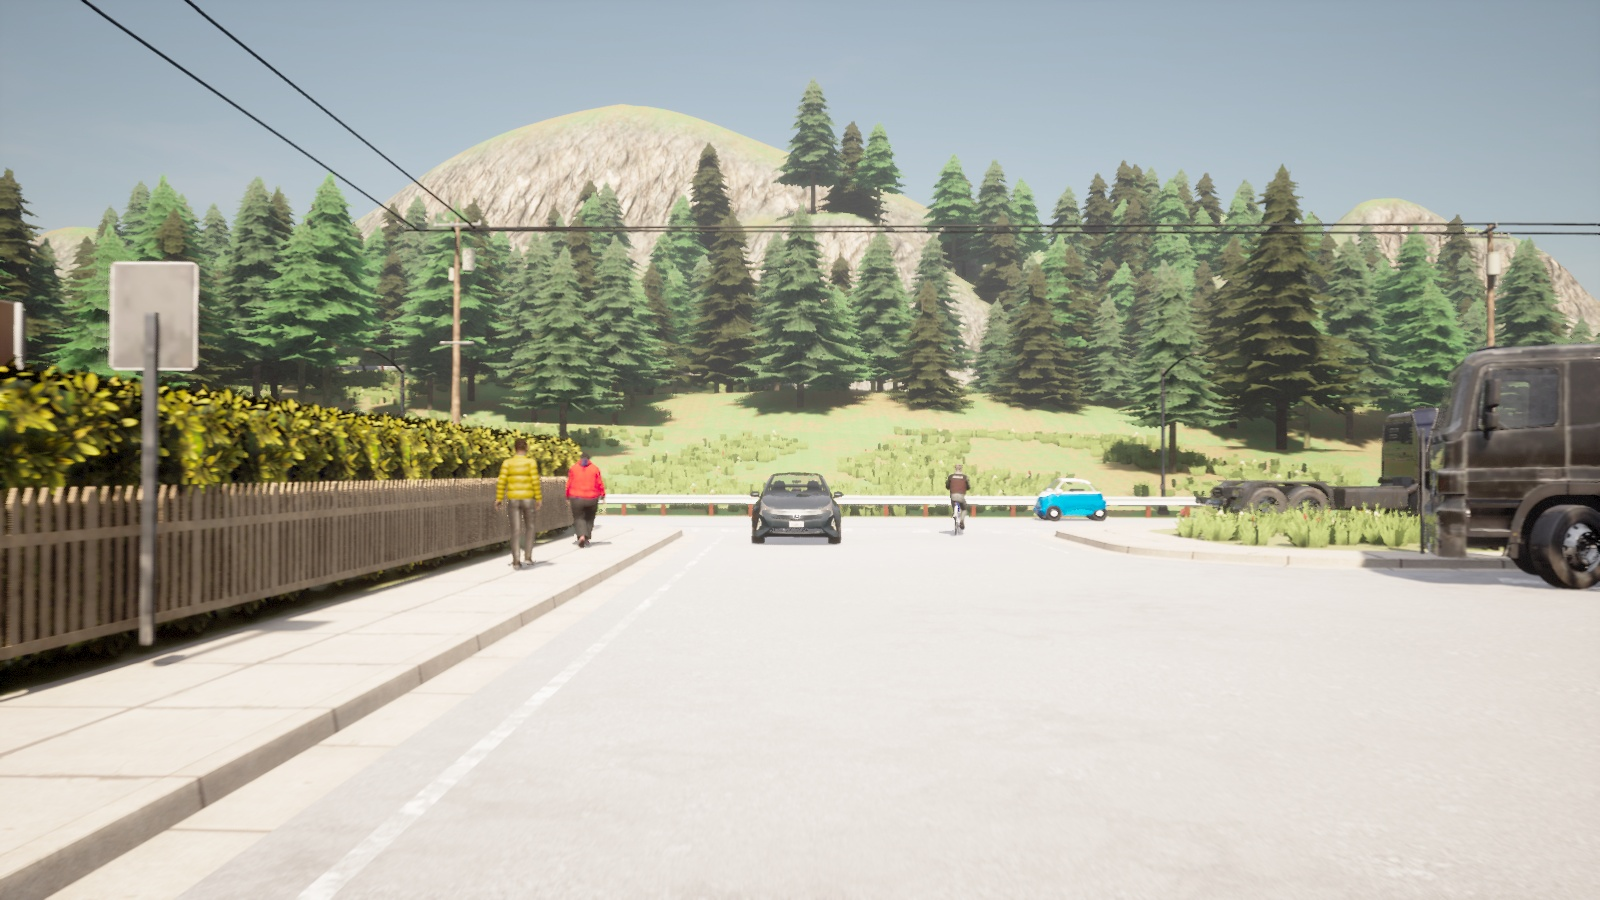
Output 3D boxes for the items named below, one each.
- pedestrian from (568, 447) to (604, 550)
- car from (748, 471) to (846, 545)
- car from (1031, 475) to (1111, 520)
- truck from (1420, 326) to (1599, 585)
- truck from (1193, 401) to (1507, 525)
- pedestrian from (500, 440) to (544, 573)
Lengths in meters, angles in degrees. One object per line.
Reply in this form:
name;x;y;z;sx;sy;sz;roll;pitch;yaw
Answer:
pedestrian;-3.922;0.872;23.025;0.634;1.844;0.899;0;-1;-10
car;-0.068;1.236;28.231;2.007;1.525;4.514;0;-1;0
car;8.704;1.514;40.436;2.207;1.376;1.481;0;-1;-2
truck;13.121;0.071;17.378;7.936;3.462;2.891;-1;-1;23
truck;16.009;0.388;36.983;7.936;3.462;2.891;0;-1;0
pedestrian;-3.910;0.782;17.697;0.431;1.840;0.709;0;-1;2
